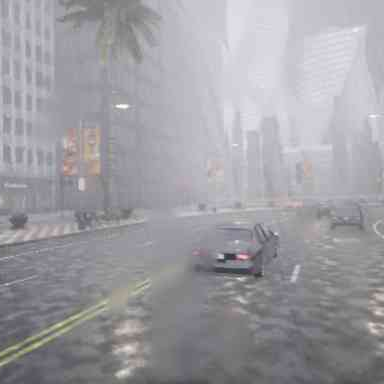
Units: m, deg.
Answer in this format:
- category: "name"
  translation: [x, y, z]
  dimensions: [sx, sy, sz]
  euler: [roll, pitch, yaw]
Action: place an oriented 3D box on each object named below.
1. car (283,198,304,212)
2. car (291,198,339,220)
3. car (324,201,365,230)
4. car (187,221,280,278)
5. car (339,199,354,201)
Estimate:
- category: "car"
  translation: [13.240, 1.495, 41.052]
  dimensions: [4.553, 1.767, 2.097]
  euler: [-1, -1, -37]
- category: "car"
  translation: [10.713, 1.564, 28.699]
  dimensions: [2.128, 1.511, 4.902]
  euler: [-2, -1, 38]
- category: "car"
  translation: [9.912, 1.562, 21.177]
  dimensions: [2.033, 1.411, 5.357]
  euler: [-1, -1, 27]
- category: "car"
  translation: [1.551, 1.621, 10.460]
  dimensions: [2.033, 1.411, 5.357]
  euler: [-1, -1, 21]
- category: "car"
  translation: [18.420, 1.585, 40.503]
  dimensions: [5.357, 1.411, 2.033]
  euler: [-1, -1, -32]
